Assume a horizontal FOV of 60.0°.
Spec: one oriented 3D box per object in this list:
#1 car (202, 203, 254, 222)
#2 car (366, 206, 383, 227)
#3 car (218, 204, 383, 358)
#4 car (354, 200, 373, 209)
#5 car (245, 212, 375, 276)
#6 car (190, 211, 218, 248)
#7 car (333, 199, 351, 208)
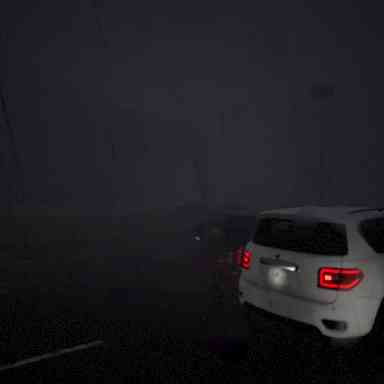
[{"bbox_3d":[3.236,1.758,29.221,4.674,1.442,1.812,1,-1,-42],"label":"car"},{"bbox_3d":[15.408,1.857,25.897,4.181,1.385,1.994,1,-1,-43],"label":"car"},{"bbox_3d":[3.343,1.290,6.377,5.566,2.045,2.150,1,0,-38],"label":"car"},{"bbox_3d":[30.343,2.134,58.631,2.128,1.511,4.902,0,0,37],"label":"car"},{"bbox_3d":[4.265,1.590,11.543,5.008,1.535,1.882,1,0,-38],"label":"car"},{"bbox_3d":[2.044,1.642,14.250,4.674,1.442,1.812,1,0,-38],"label":"car"},{"bbox_3d":[27.093,2.099,60.135,1.882,1.535,5.008,0,0,38],"label":"car"}]
